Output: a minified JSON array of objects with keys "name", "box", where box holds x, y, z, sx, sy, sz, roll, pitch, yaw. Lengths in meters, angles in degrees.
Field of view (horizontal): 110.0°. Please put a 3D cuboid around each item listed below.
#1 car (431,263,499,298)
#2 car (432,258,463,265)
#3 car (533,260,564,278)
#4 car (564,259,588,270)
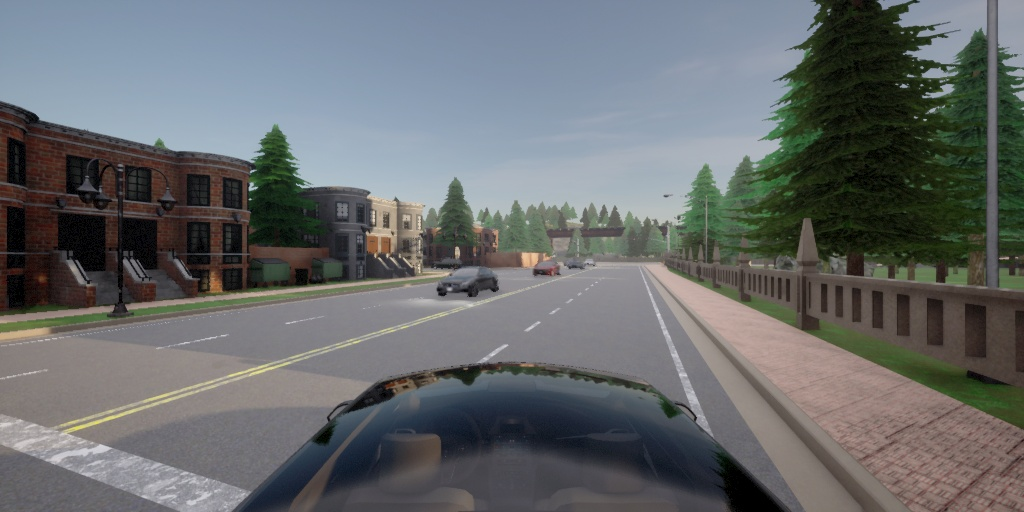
[{"name":"car","box":[-2.130,1.276,18.727,1.812,1.442,4.674,0,0,19]},{"name":"car","box":[-9.174,1.063,50.910,4.553,1.767,2.097,0,0,22]},{"name":"car","box":[3.420,1.228,34.933,1.882,1.535,5.008,0,0,19]},{"name":"car","box":[9.377,1.314,52.298,1.994,1.385,4.181,0,0,19]}]
